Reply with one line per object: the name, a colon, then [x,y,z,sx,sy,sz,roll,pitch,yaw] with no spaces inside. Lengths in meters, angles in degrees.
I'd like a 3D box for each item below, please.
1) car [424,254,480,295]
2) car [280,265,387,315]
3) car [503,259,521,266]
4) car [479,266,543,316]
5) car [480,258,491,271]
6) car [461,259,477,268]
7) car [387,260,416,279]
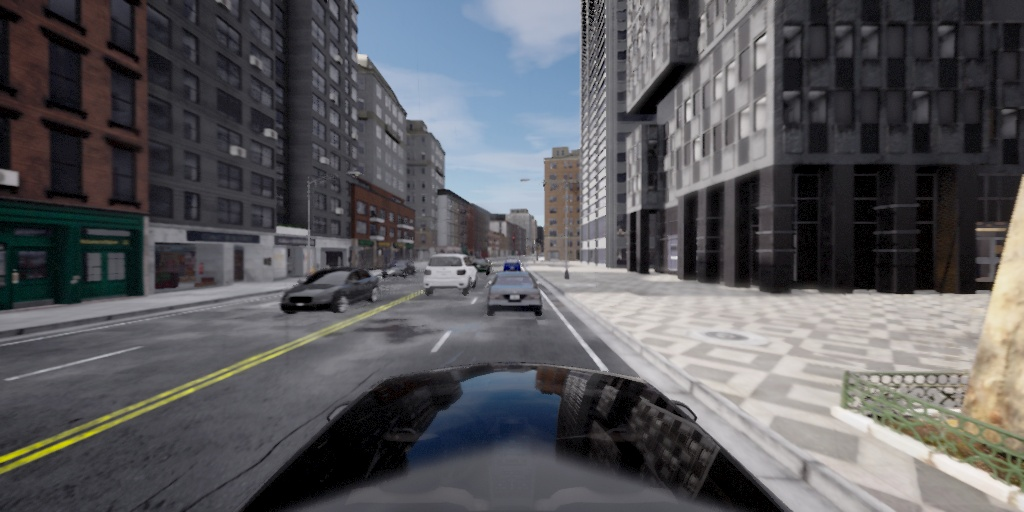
car: [-3.177,0.926,19.363,2.150,2.045,5.566,0,0,0]
car: [-6.618,1.229,13.621,1.837,1.490,4.892,0,1,0]
car: [0.038,1.086,41.404,1.882,1.535,5.008,0,0,0]
car: [0.080,1.270,13.234,2.033,1.411,5.357,0,0,0]
car: [-3.205,0.984,36.361,2.097,1.767,4.553,0,0,0]
car: [-6.633,1.139,55.611,1.895,1.301,4.718,0,0,1]
car: [-9.894,1.150,31.635,2.128,1.511,4.902,0,0,0]
